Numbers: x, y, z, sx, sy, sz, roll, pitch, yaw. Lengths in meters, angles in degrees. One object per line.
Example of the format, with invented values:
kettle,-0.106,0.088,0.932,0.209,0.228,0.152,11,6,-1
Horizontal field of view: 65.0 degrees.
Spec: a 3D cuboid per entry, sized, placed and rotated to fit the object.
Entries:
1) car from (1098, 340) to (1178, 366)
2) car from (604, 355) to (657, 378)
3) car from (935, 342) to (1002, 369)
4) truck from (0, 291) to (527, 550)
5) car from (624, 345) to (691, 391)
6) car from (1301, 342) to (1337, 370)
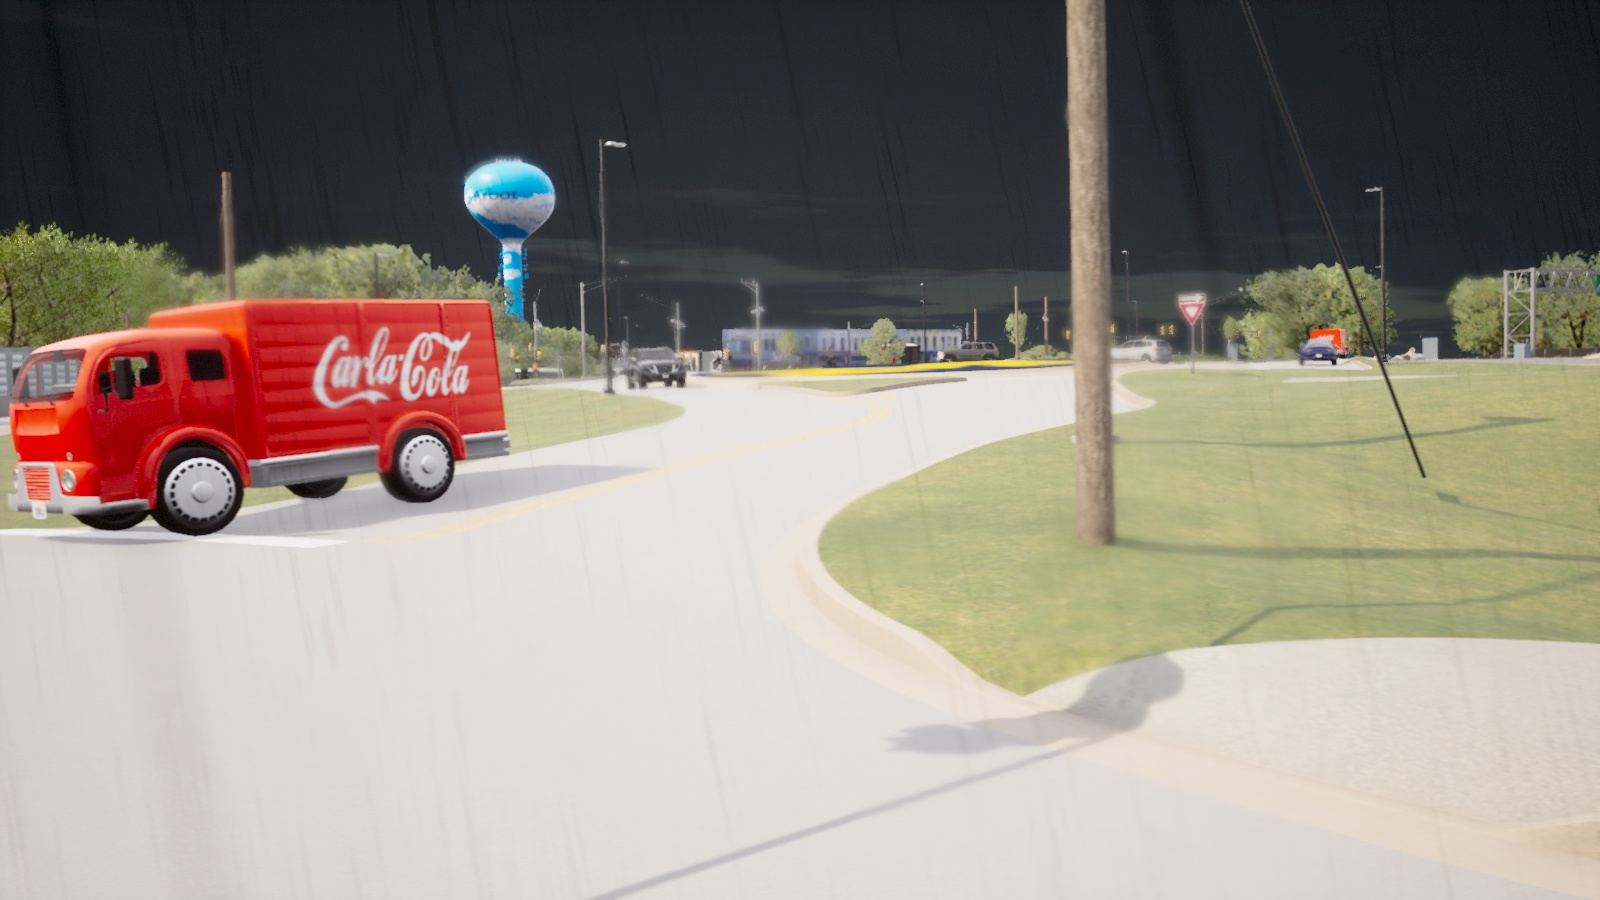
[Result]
car,22.414,-6.420,83.411,2.242,1.667,4.611,-2,5,-39
car,-12.372,-6.173,92.162,2.128,1.511,4.902,-1,5,14
car,12.132,-6.805,90.713,4.605,1.855,1.932,0,1,1
truck,-6.187,-0.521,14.796,2.627,2.467,5.204,0,6,36
car,-6.937,-3.979,60.734,2.150,2.045,5.566,-4,5,-16
car,28.899,-5.253,69.968,1.812,1.442,4.674,1,5,22
